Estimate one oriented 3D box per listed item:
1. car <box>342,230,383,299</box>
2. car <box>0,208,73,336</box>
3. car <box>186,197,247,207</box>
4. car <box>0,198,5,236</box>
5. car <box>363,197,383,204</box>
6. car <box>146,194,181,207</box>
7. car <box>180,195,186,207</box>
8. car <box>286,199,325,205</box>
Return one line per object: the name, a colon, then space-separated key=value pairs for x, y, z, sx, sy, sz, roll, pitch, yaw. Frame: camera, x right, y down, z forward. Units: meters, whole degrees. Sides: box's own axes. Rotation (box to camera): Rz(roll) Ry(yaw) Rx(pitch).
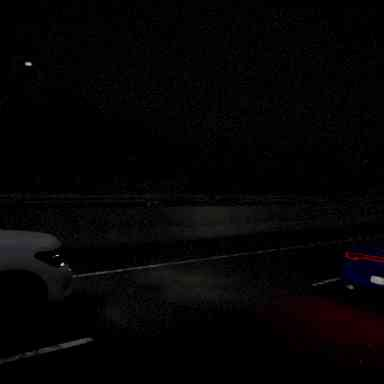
car: x=5.419 y=1.482 z=7.469 sx=5.008 sy=1.535 sz=1.882 roll=1 pitch=1 yaw=-35
car: x=-4.661 y=1.044 z=4.703 sx=5.566 sy=2.045 sz=2.150 roll=1 pitch=1 yaw=-35
car: x=2.291 y=1.178 z=26.687 sx=4.892 sy=1.490 sz=1.837 roll=1 pitch=1 yaw=-34
car: x=-10.556 y=1.048 z=13.508 sx=5.008 sy=1.535 sz=1.882 roll=1 pitch=1 yaw=-35
car: x=29.873 y=1.531 z=54.392 sx=4.902 sy=1.511 sz=2.128 roll=1 pitch=1 yaw=-34
car: x=-2.031 y=0.992 z=32.204 sx=4.902 sy=1.511 sz=2.128 roll=1 pitch=1 yaw=-34
car: x=1.919 y=1.157 z=30.672 sx=5.357 sy=1.411 sz=2.033 roll=1 pitch=1 yaw=-34
car: x=9.117 y=1.316 z=27.115 sx=4.902 sy=1.511 sz=2.128 roll=1 pitch=1 yaw=-35
